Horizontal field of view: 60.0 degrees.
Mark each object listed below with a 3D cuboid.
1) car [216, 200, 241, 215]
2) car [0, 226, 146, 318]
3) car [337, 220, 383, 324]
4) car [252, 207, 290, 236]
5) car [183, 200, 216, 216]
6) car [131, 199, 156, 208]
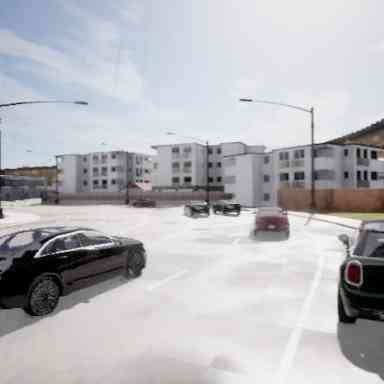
[{"bbox_3d":[3.584,1.577,35.153,2.128,1.511,4.902,0,0,-15],"label":"car"},{"bbox_3d":[-2.911,1.544,7.717,2.128,1.511,4.902,-1,0,25],"label":"car"},{"bbox_3d":[4.156,1.339,6.804,2.097,1.767,4.553,-1,0,25],"label":"car"},{"bbox_3d":[4.359,1.549,18.502,1.812,1.442,4.674,0,0,12],"label":"car"},{"bbox_3d":[0.400,1.601,33.600,2.128,1.511,4.902,0,0,-14],"label":"car"},{"bbox_3d":[-7.576,1.767,52.281,4.674,1.442,1.812,-1,-1,42],"label":"car"}]
